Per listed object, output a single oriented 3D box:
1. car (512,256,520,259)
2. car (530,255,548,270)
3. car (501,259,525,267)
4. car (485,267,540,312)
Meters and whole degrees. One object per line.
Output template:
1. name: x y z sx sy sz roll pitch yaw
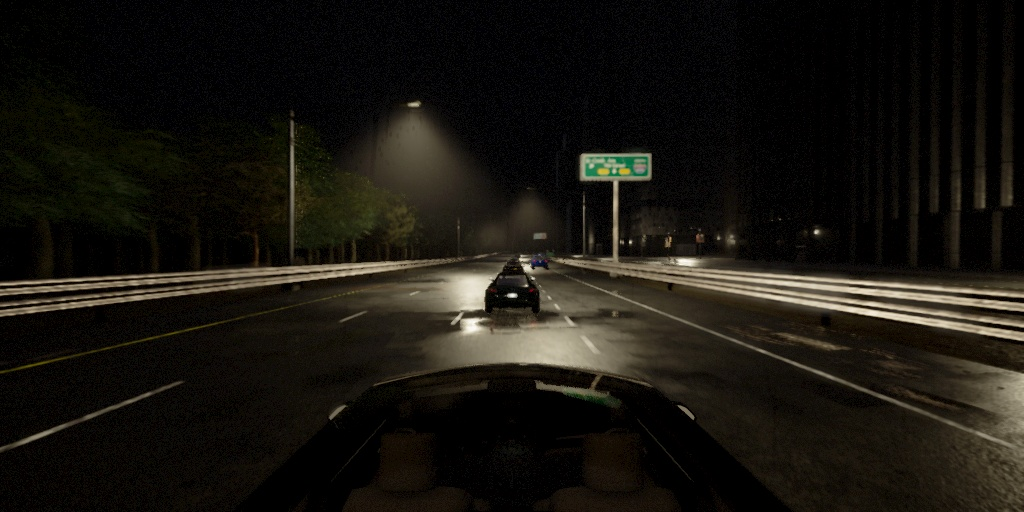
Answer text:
1. car: 0.307 1.142 54.817 1.837 1.490 4.892 0 0 1
2. car: 3.864 0.883 51.052 2.150 2.045 5.566 0 1 1
3. car: 0.104 1.235 32.300 1.837 1.490 4.892 0 0 0
4. car: 0.019 1.315 14.273 1.994 1.385 4.181 0 0 0
